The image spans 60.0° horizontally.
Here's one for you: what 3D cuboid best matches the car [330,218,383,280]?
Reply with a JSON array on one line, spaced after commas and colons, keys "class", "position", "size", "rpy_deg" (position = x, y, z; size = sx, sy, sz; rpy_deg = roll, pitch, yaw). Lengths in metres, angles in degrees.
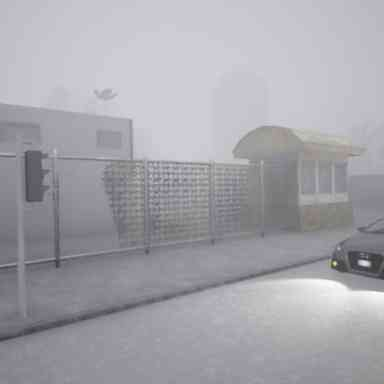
[{"class": "car", "position": [5.470, 1.380, 8.653], "size": [4.181, 1.385, 1.994], "rpy_deg": [-1, 1, -36]}]
